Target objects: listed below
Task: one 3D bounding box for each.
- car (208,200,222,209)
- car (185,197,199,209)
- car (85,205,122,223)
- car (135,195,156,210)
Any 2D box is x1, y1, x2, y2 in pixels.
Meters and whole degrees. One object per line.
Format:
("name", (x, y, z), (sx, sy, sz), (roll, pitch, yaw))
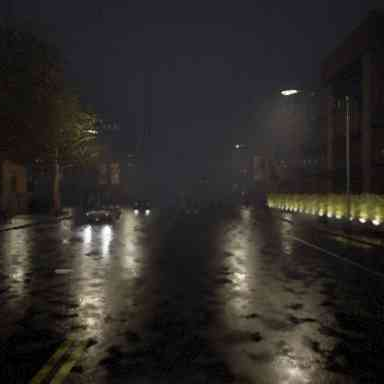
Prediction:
("car", (3.498, 1.854, 49.839), (2.033, 1.411, 5.357), (0, 0, 0))
("car", (-0.001, 1.833, 49.878), (1.812, 1.442, 4.674), (0, 0, 0))
("car", (-7.096, 1.768, 27.081), (1.895, 1.301, 4.718), (0, 0, 0))
("car", (-7.014, 1.650, 48.532), (2.097, 1.767, 4.553), (0, 0, 0))
